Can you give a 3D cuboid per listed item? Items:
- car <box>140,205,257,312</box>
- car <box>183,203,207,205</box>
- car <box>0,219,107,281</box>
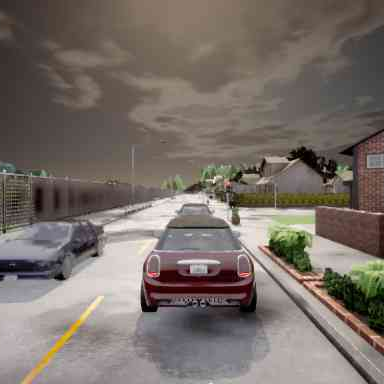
[{"bbox_3d":[0.119,1.352,7.853,2.097,1.767,4.553,0,0,0],"label":"car"},{"bbox_3d":[0.149,1.352,17.550,2.097,1.767,4.553,0,0,0],"label":"car"},{"bbox_3d":[-4.066,1.547,10.144,2.033,1.411,5.357,0,0,0],"label":"car"}]
